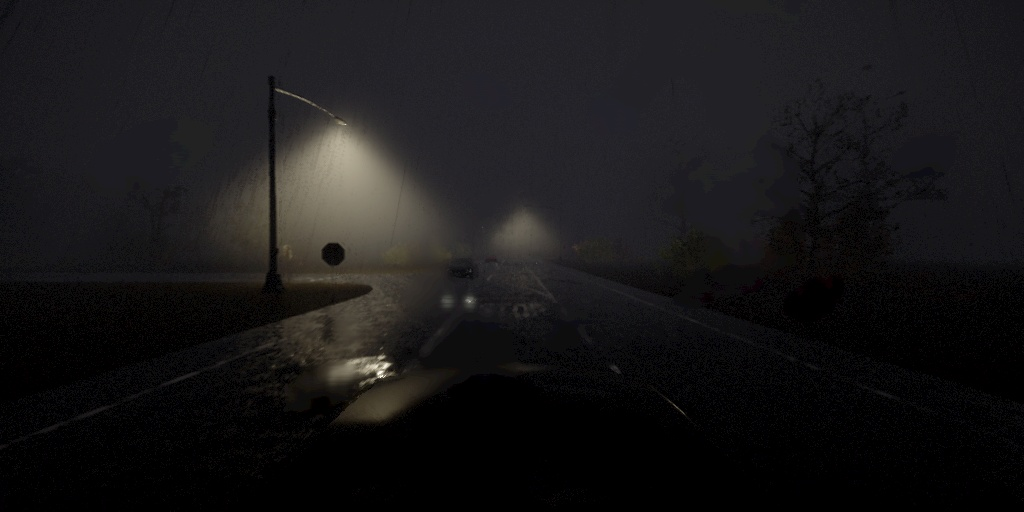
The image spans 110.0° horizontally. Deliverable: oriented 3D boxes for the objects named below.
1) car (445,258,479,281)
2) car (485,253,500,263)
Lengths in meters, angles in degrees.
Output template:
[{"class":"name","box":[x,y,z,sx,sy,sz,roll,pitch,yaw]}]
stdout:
[{"class":"car","box":[-3.448,0.888,25.515,1.882,1.535,5.008,0,1,0]},{"class":"car","box":[-3.379,0.526,58.784,1.895,1.301,4.718,0,1,0]}]
